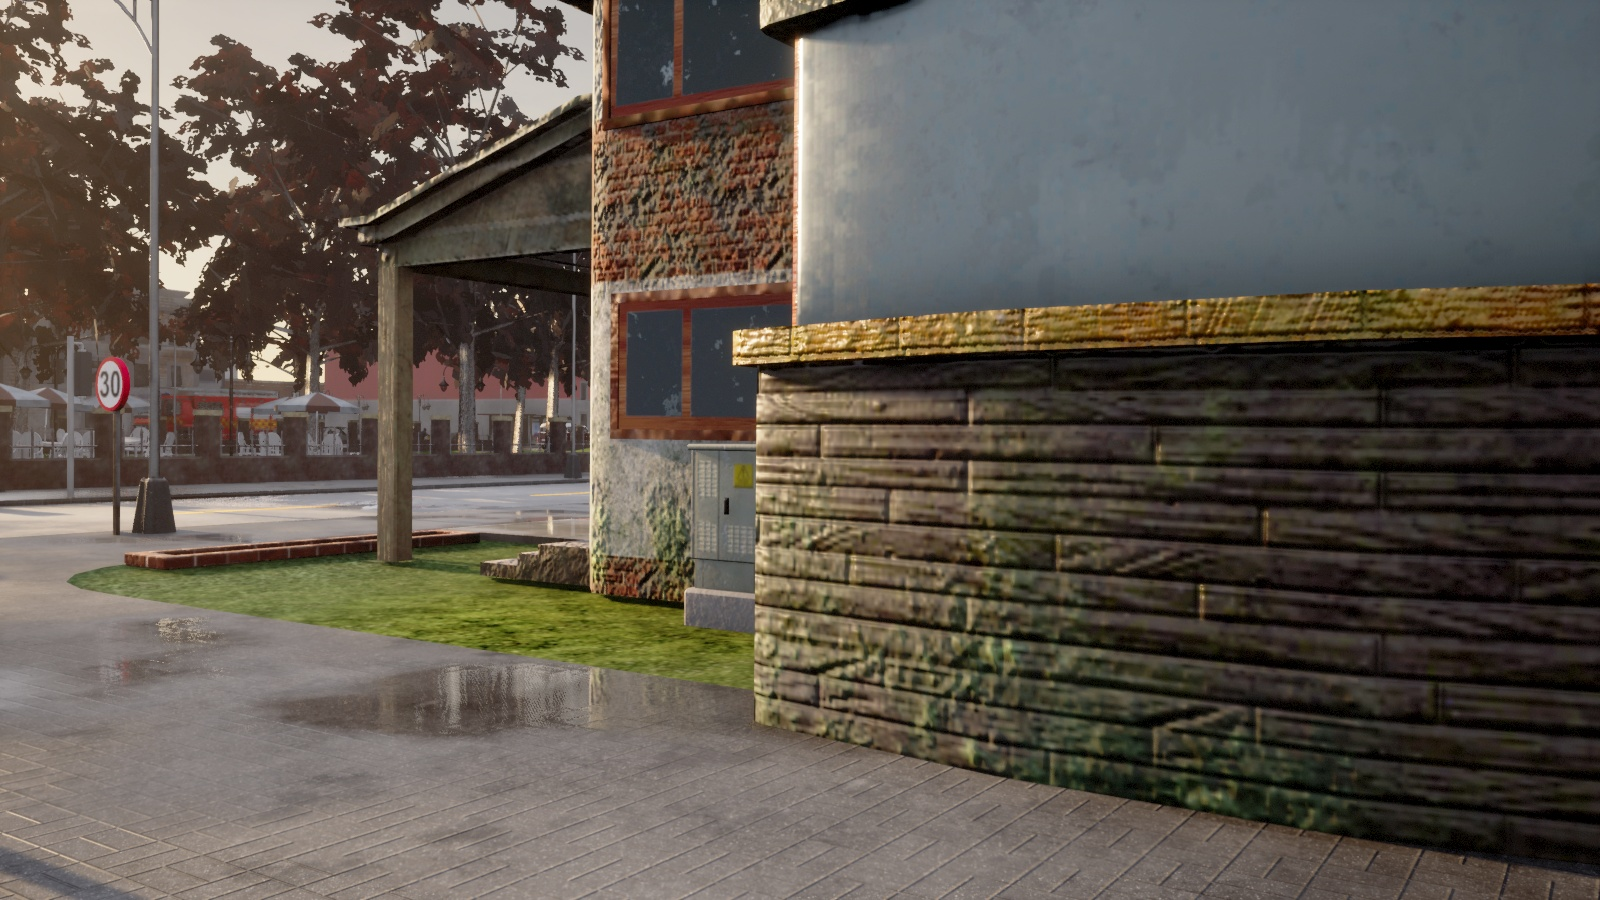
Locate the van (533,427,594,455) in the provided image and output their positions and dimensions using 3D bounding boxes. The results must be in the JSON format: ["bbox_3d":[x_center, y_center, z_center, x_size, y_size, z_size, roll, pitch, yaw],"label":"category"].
[{"bbox_3d":[-18.045,-0.693,96.037,2.069,2.038,4.480,0,1,34],"label":"van"}]

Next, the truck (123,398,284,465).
[{"bbox_3d":[-35.978,-1.147,76.124,2.891,3.827,8.468,0,1,33],"label":"truck"}]

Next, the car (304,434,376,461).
[{"bbox_3d":[-29.045,-0.191,79.378,1.851,1.617,3.988,0,1,33],"label":"car"}]
